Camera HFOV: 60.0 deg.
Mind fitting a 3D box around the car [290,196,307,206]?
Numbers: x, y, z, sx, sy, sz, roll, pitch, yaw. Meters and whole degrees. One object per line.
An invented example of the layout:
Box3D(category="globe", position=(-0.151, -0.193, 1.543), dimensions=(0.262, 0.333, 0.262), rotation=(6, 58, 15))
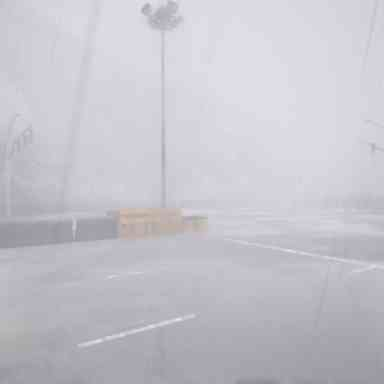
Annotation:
Box3D(category="car", position=(16.928, 1.331, 50.540), dimensions=(4.674, 1.442, 1.812), rotation=(0, 0, -35))

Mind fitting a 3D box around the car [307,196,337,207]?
Box3D(category="car", position=(19.430, 1.293, 48.025), dimensions=(4.902, 1.511, 2.128), rotation=(0, 0, -36))

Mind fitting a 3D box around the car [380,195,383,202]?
Box3D(category="car", position=(40.154, 1.255, 67.112), dimensions=(4.718, 1.301, 1.895), rotation=(0, 0, -36))

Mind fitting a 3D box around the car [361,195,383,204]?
Box3D(category="car", position=(30.945, 1.278, 56.212), dimensions=(5.357, 1.411, 2.033), rotation=(0, 0, -35))

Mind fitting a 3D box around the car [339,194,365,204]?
Box3D(category="car", position=(28.188, 1.224, 58.543), dimensions=(4.902, 1.511, 2.128), rotation=(-1, 0, -35))

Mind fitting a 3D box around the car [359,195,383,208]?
Box3D(category="car", position=(23.889, 1.400, 42.610), dimensions=(4.718, 1.301, 1.895), rotation=(0, 0, -36))

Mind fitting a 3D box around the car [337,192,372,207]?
Box3D(category="car", position=(23.069, 1.014, 46.326), dimensions=(5.566, 2.045, 2.150), rotation=(0, 0, -36))
